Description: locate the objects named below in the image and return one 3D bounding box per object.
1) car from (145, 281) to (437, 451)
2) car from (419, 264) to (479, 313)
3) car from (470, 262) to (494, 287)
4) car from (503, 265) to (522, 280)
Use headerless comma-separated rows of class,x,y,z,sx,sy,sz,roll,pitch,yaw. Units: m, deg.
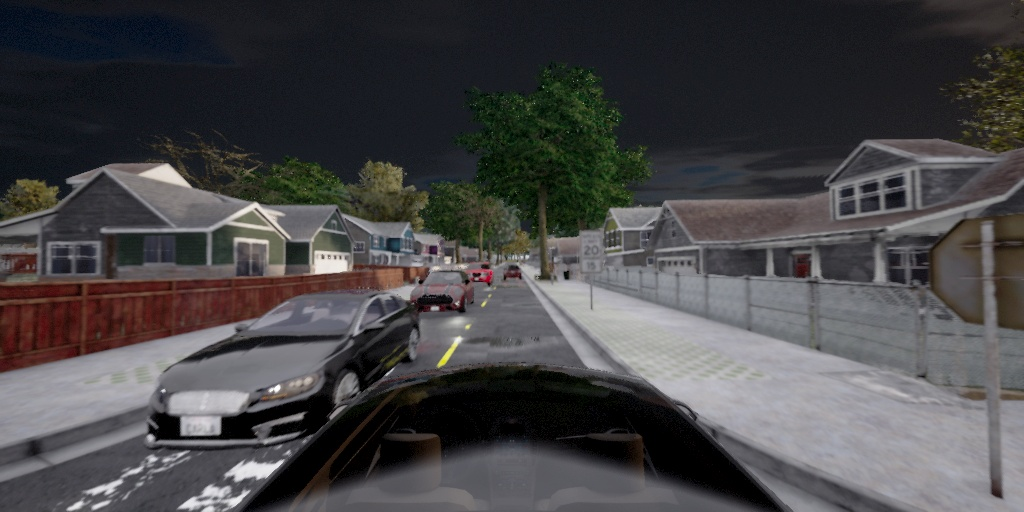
car,-2.838,1.334,5.723,2.128,1.511,4.902,-1,-1,0
car,-2.832,1.388,15.481,2.097,1.767,4.553,-1,-1,0
car,-2.788,1.527,31.249,2.150,2.045,5.566,-1,-1,0
car,0.077,1.779,41.083,2.097,1.767,4.553,-1,-1,0
